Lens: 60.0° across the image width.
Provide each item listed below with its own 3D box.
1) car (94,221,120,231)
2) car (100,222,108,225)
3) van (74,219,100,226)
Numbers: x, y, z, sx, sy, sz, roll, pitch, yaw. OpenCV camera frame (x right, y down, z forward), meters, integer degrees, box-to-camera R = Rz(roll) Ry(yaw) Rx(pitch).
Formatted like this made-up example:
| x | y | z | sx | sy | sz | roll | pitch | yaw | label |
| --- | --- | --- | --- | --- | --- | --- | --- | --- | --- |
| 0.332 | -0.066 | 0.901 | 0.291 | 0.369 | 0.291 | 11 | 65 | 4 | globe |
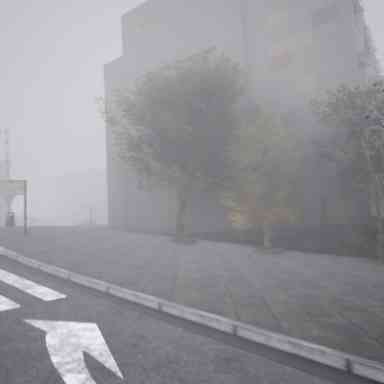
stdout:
| x | y | z | sx | sy | sz | roll | pitch | yaw | label |
| --- | --- | --- | --- | --- | --- | --- | --- | --- | --- |
| -16.390 | 6.538 | 63.984 | 4.553 | 1.767 | 2.185 | -6 | -10 | 29 | car |
| -17.785 | 6.343 | 61.573 | 5.008 | 1.535 | 2.097 | -6 | -9 | 29 | car |
| -19.248 | 5.827 | 59.258 | 4.442 | 1.987 | 1.878 | -6 | -9 | 29 | van |
